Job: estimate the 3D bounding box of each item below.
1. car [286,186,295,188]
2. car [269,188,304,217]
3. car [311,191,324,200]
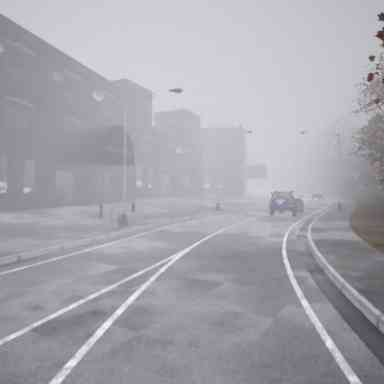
[{"bbox_3d":[21.377,-0.223,72.027,2.150,2.045,5.566,0,2,11],"label":"car"},{"bbox_3d":[8.169,0.881,28.602,2.150,2.045,5.566,0,1,27],"label":"car"},{"bbox_3d":[21.497,0.524,57.072,1.882,1.535,5.008,0,1,19],"label":"car"}]
